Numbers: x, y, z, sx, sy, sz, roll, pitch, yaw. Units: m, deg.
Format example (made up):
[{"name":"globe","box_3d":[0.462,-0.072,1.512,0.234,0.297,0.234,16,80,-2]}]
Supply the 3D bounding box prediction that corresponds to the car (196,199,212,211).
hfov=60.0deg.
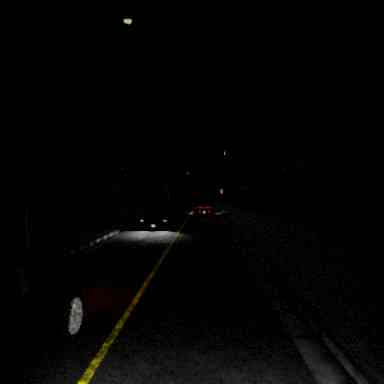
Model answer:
[{"name":"car","box_3d":[1.551,1.617,42.688,1.895,1.301,4.718,0,0,3]}]

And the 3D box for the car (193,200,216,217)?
[{"name":"car","box_3d":[1.178,1.512,31.514,1.837,1.490,4.892,0,0,3]}]

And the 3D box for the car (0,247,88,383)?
[{"name":"car","box_3d":[-2.762,1.461,3.691,1.882,1.535,5.008,0,0,2]}]

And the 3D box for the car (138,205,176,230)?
[{"name":"car","box_3d":[-2.097,1.532,21.439,2.033,1.411,5.357,0,0,2]}]
